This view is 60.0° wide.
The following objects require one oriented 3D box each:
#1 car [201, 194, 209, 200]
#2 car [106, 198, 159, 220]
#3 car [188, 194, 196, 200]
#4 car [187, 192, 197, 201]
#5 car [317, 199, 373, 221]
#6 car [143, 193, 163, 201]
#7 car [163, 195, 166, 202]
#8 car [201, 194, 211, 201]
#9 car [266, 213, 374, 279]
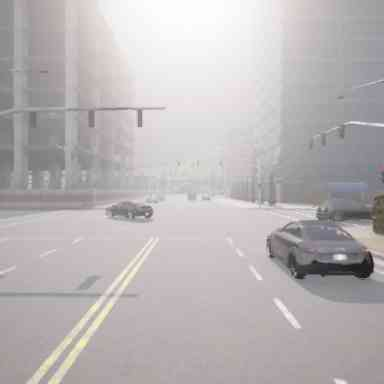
[{"bbox_3d":[3.499,1.252,90.159,1.837,1.490,4.892,0,0,0],"label":"car"},{"bbox_3d":[-5.305,1.461,27.895,4.892,1.490,1.837,0,-1,44],"label":"car"},{"bbox_3d":[-0.001,1.292,90.159,2.033,1.411,5.357,0,0,0],"label":"car"},{"bbox_3d":[-0.001,1.096,79.536,2.150,2.045,5.566,0,0,0],"label":"car"},{"bbox_3d":[11.657,1.312,24.527,4.553,1.767,2.097,0,0,-8],"label":"car"},{"bbox_3d":[-7.039,1.396,59.634,2.128,1.511,4.902,0,0,1],"label":"car"},{"bbox_3d":[-7.001,1.380,74.923,1.837,1.490,4.892,0,0,0],"label":"car"},{"bbox_3d":[3.499,1.394,80.116,1.812,1.442,4.674,0,0,0],"label":"car"},{"bbox_3d":[3.584,1.547,10.043,1.994,1.385,4.181,0,0,0],"label":"car"}]
